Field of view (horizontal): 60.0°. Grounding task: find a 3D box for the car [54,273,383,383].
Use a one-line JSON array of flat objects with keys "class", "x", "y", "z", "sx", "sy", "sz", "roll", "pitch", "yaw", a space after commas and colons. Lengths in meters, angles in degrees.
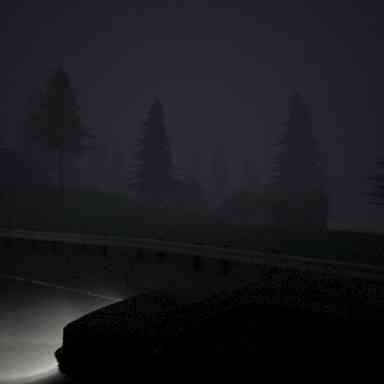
[{"class": "car", "x": 1.070, "y": 1.537, "z": 2.984, "sx": 5.357, "sy": 1.411, "sz": 2.033, "roll": 0, "pitch": 0, "yaw": 35}]
